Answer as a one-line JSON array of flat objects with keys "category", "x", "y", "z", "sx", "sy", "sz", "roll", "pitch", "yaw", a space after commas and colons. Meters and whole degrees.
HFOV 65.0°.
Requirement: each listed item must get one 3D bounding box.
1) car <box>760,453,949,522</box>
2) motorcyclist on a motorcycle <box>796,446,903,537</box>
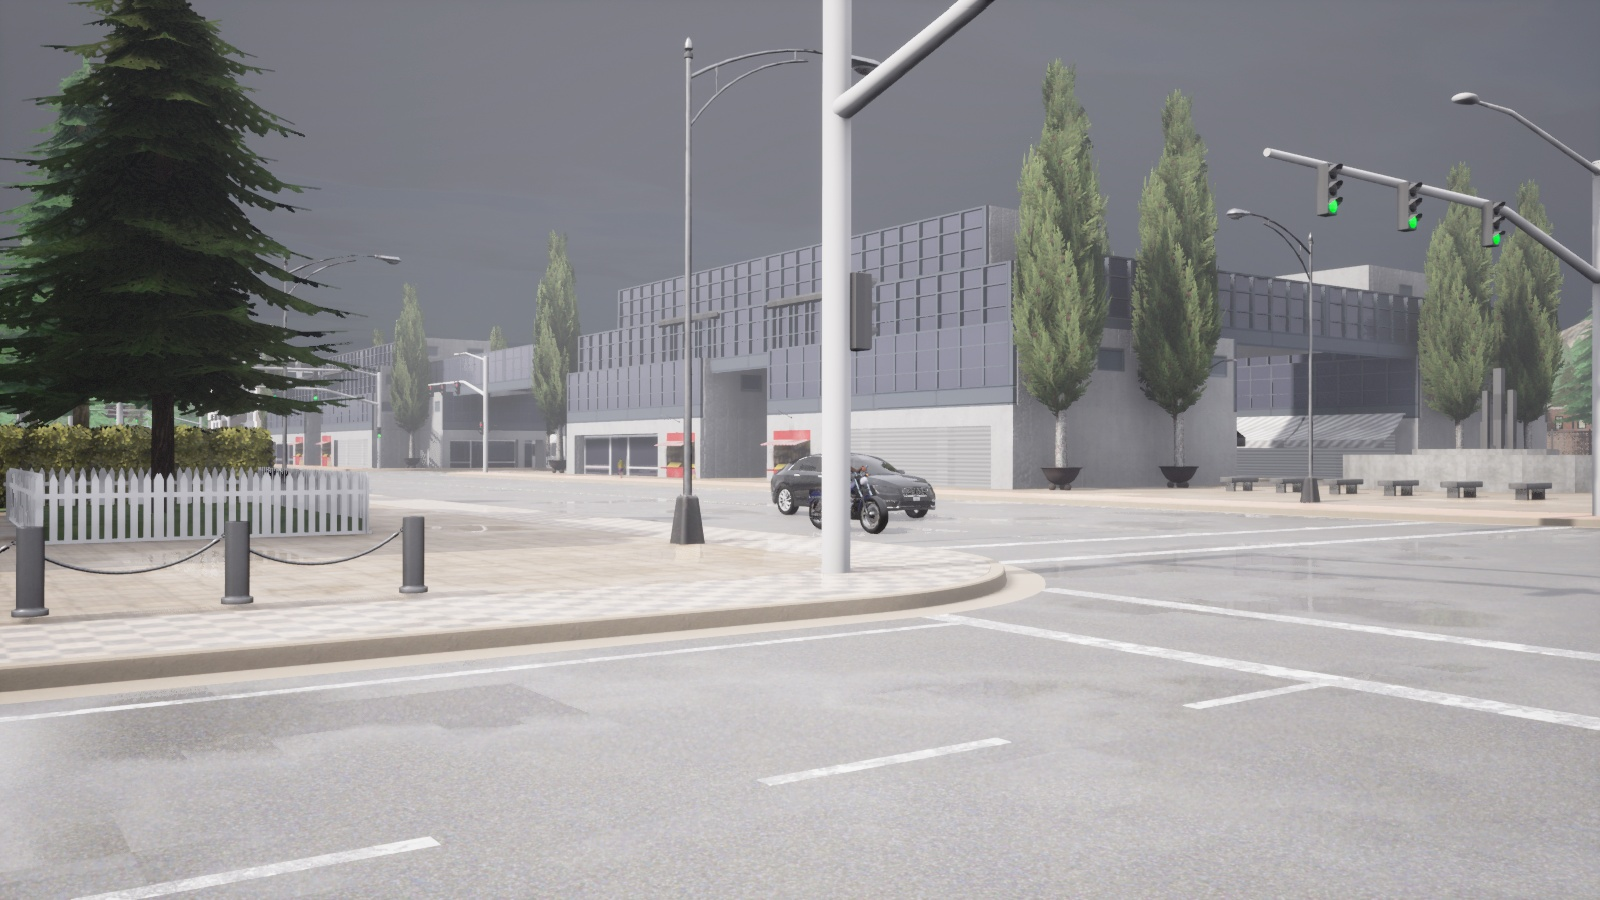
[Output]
[{"category": "car", "x": 1.174, "y": 0.820, "z": 29.581, "sx": 1.837, "sy": 1.490, "sz": 4.892, "roll": 0, "pitch": 0, "yaw": -35}, {"category": "motorcyclist on a motorcycle", "x": 0.901, "y": 0.752, "z": 23.853, "sx": 0.766, "sy": 1.649, "sz": 2.350, "roll": 0, "pitch": 0, "yaw": -35}]
